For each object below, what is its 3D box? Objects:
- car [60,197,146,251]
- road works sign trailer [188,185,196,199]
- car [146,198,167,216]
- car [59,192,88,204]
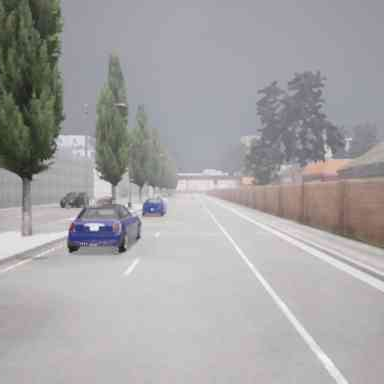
[{"bbox_3d":[-3.417,1.284,13.791,2.097,1.767,4.553,0,0,0],"label":"car"},{"bbox_3d":[-0.006,0.019,89.391,2.380,3.560,2.880,0,0,0],"label":"road works sign trailer"},{"bbox_3d":[-3.413,1.323,30.949,1.882,1.535,5.008,0,0,0],"label":"car"},{"bbox_3d":[-15.093,1.006,42.948,2.150,2.045,5.566,0,0,0],"label":"car"}]
